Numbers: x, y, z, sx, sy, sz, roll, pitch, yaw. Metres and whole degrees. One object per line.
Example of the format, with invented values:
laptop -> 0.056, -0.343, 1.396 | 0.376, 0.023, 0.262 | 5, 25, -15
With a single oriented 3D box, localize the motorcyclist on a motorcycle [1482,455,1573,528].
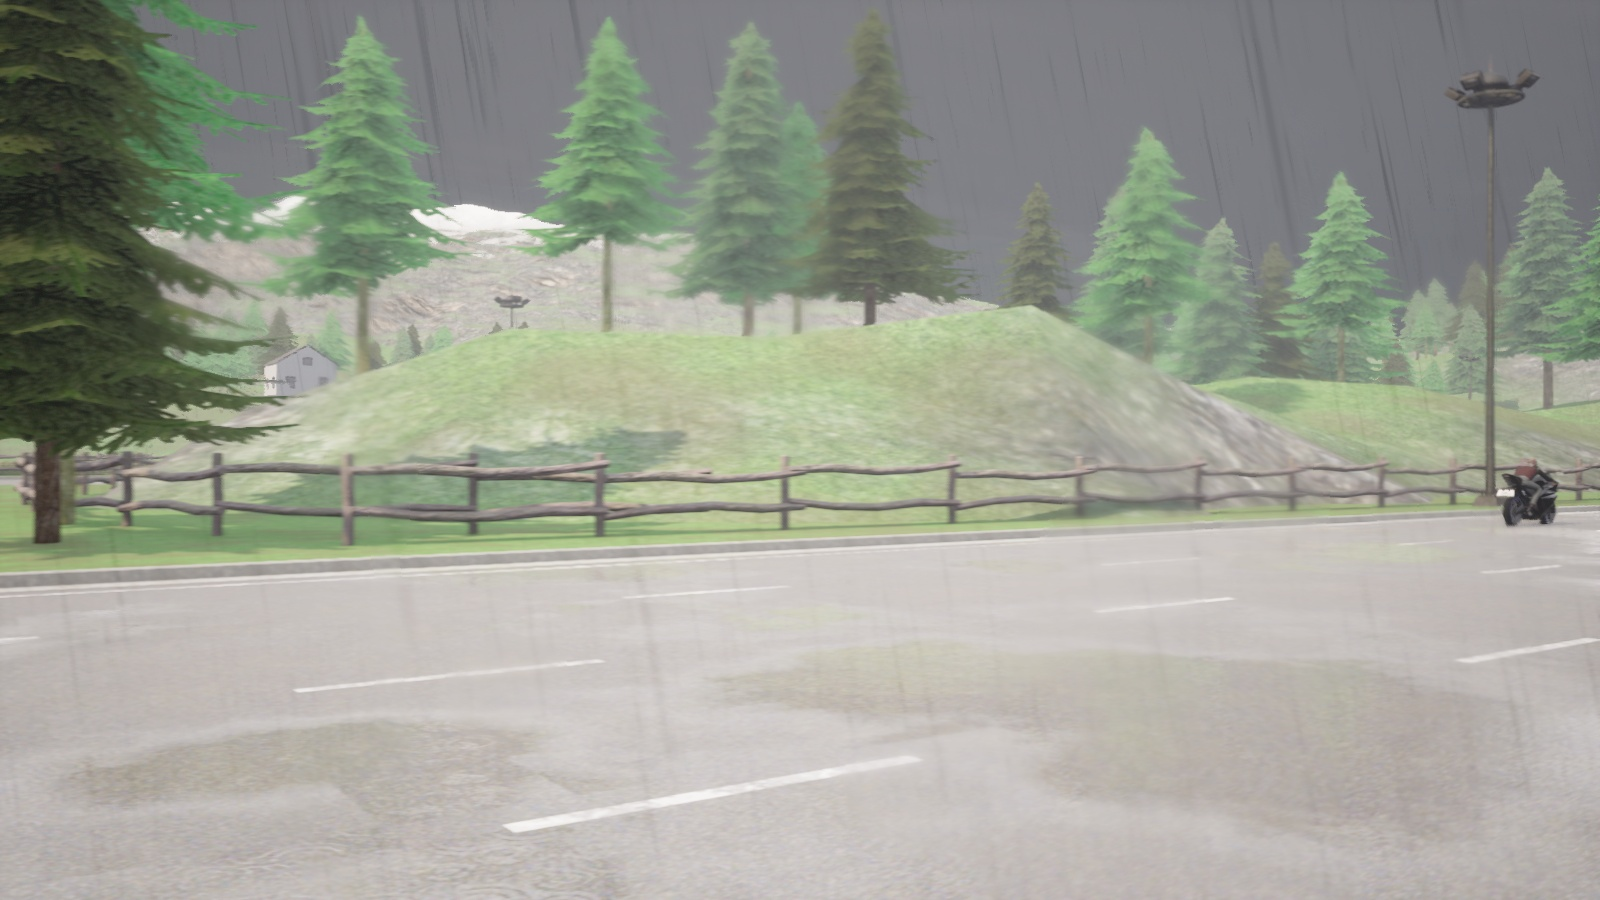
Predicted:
motorcyclist on a motorcycle -> 15.984, 0.886, 27.575 | 2.191, 1.530, 0.866 | 0, 0, -35
